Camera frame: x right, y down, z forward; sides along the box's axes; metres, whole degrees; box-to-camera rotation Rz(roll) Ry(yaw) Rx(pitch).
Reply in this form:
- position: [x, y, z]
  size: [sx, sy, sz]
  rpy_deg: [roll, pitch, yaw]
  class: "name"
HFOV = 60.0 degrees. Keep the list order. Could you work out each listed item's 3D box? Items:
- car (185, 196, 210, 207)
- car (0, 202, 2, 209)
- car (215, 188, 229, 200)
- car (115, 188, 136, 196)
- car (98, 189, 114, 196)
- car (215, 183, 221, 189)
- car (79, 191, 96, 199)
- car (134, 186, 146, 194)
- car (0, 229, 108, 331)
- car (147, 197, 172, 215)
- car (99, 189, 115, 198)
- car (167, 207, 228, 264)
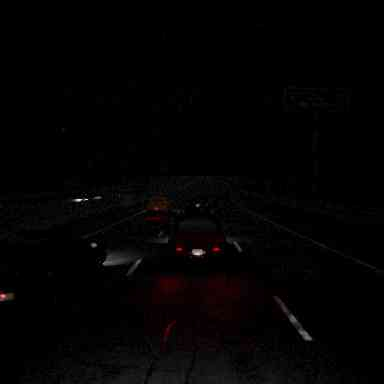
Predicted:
- position: [0.504, 1.102, 29.059]
  size: [2.097, 1.767, 4.553]
  rpy_deg: [0, 1, 1]
  class: "car"
- position: [-13.898, 1.093, 20.202]
  size: [2.150, 2.045, 5.566]
  rpy_deg: [0, 1, 1]
  class: "car"
- position: [4.630, 0.653, 50.315]
  size: [1.882, 1.535, 5.008]
  rpy_deg: [0, 1, 2]
  class: "car"
- position: [-12.336, 0.507, 62.039]
  size: [1.837, 1.490, 4.892]
  rpy_deg: [0, 2, 4]
  class: "car"
- position: [-18.717, 0.097, 72.665]
  size: [1.895, 1.301, 4.718]
  rpy_deg: [0, 2, 4]
  class: "car"
- position: [7.412, -0.875, 94.428]
  size: [2.128, 1.511, 4.902]
  rpy_deg: [0, 3, 5]
  class: "car"
- position: [-19.368, 0.587, 61.573]
  size: [1.994, 1.385, 4.181]
  rpy_deg: [0, 2, 3]
  class: "car"
- position: [-11.673, -0.349, 73.147]
  size: [2.150, 2.045, 5.566]
  rpy_deg: [0, 2, 4]
  class: "car"
- position: [-3.364, 1.528, 7.193]
  size: [2.033, 1.411, 5.357]
  rpy_deg: [0, 0, 0]
  class: "car"
- position: [-2.954, 1.198, 30.768]
  size: [1.882, 1.535, 5.008]
  rpy_deg: [0, 1, 2]
  class: "car"
- position: [-15.726, 0.492, 63.875]
  size: [2.033, 1.411, 5.357]
  rpy_deg: [0, 2, 3]
  class: "car"
- position: [0.180, 1.483, 11.507]
  size: [1.812, 1.442, 4.674]
  rpy_deg: [0, 0, 1]
  class: "car"
